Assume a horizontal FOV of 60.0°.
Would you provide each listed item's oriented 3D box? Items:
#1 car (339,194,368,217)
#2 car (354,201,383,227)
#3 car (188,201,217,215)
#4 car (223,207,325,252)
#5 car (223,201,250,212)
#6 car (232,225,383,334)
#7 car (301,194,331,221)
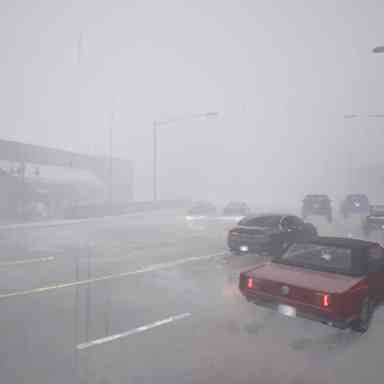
[{"bbox_3d":[15.191,1.221,31.210,2.150,2.045,5.566,0,0,20],"label":"car"},{"bbox_3d":[10.440,1.492,18.479,2.128,1.511,4.902,0,0,24],"label":"car"},{"bbox_3d":[1.077,1.593,33.249,1.994,1.385,4.181,0,0,20],"label":"car"},{"bbox_3d":[3.127,1.505,12.323,1.837,1.490,4.892,0,0,38],"label":"car"},{"bbox_3d":[4.313,1.570,31.911,1.994,1.385,4.181,0,0,20],"label":"car"},{"bbox_3d":[3.084,1.601,6.862,1.895,1.301,4.718,0,0,45],"label":"car"},{"bbox_3d":[10.369,1.217,27.784,2.150,2.045,5.566,0,-1,20],"label":"car"}]
